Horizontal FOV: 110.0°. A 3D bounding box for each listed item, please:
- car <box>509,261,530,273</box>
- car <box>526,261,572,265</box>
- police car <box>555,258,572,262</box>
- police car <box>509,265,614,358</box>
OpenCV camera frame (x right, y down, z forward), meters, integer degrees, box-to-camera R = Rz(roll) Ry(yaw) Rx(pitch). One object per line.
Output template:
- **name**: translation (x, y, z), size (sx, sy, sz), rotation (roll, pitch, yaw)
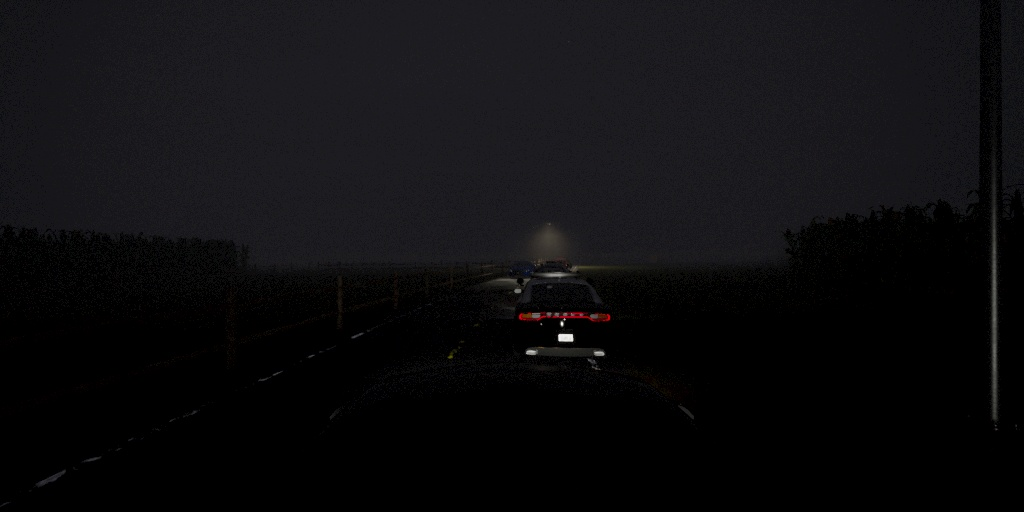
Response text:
- **car**: translation (1.017, 1.203, 33.377), size (1.882, 1.535, 5.008), rotation (0, 0, 11)
- **car**: translation (1.981, 1.218, 18.326), size (1.882, 1.535, 5.008), rotation (0, 0, 7)
- **police car**: translation (2.874, 1.159, 24.279), size (1.930, 1.638, 5.238), rotation (0, 0, 10)
- **police car**: translation (1.063, 1.173, 8.632), size (1.930, 1.638, 5.238), rotation (0, 0, 3)
